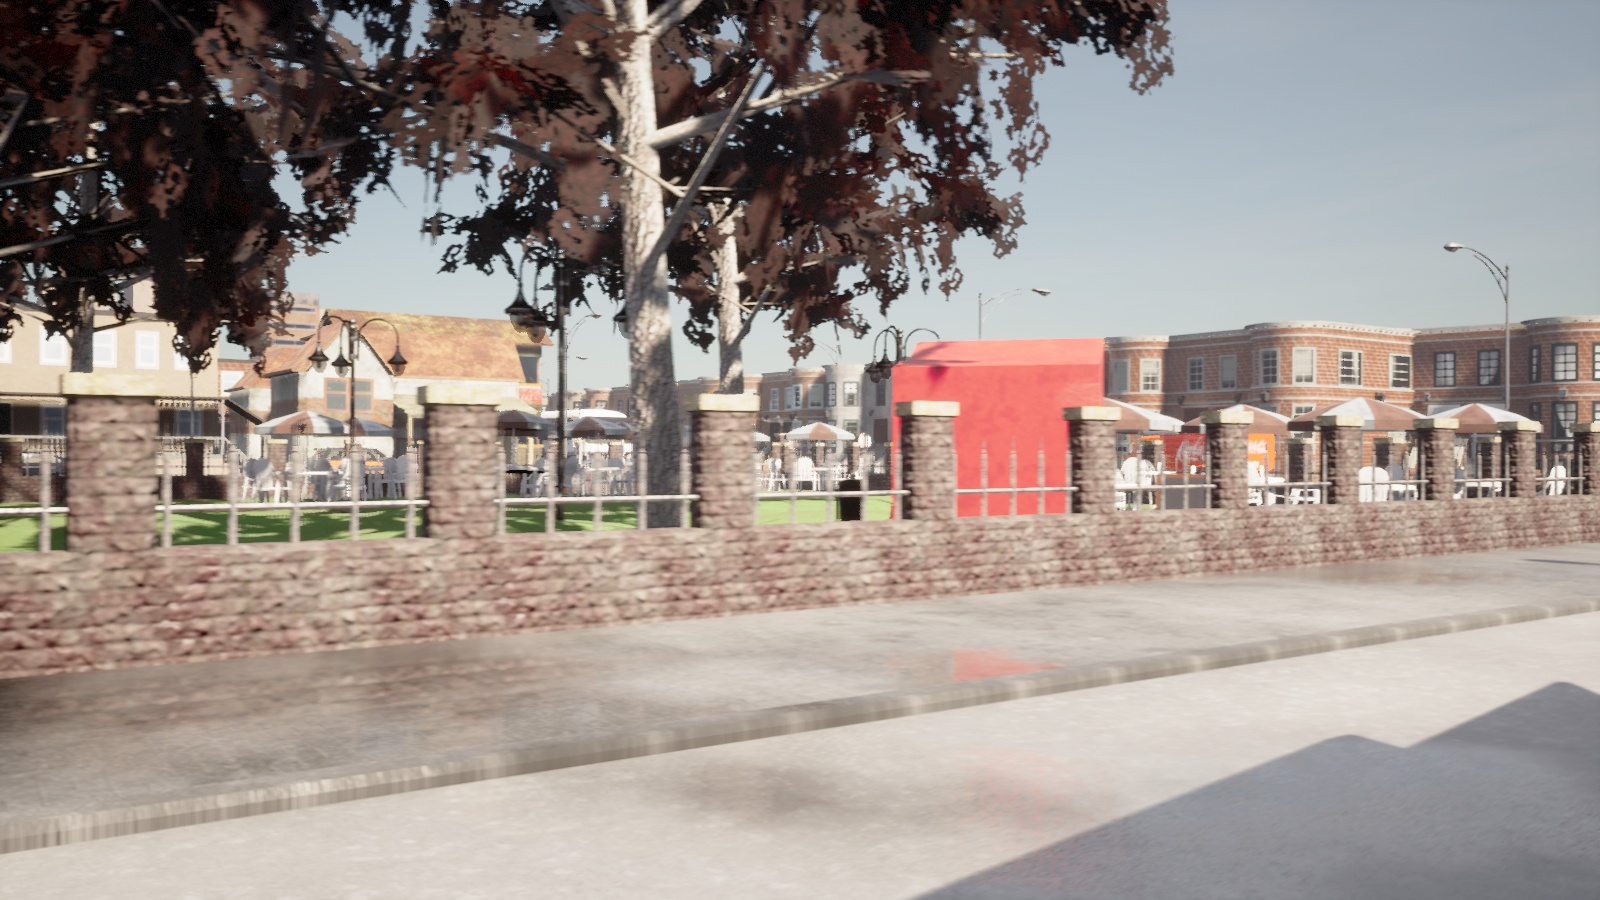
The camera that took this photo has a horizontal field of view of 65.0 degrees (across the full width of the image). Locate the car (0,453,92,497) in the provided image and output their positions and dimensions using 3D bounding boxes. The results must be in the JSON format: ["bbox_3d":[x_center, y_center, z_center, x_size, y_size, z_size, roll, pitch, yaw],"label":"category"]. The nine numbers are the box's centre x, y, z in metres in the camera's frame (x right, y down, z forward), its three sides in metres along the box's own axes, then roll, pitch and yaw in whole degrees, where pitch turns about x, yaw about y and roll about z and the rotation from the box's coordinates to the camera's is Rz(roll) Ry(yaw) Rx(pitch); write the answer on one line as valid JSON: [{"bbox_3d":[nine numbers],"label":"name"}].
[{"bbox_3d":[-28.116,0.870,44.723,4.902,1.511,2.128,0,0,-35],"label":"car"}]

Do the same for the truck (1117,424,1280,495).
[{"bbox_3d":[14.583,0.341,46.251,2.627,2.467,5.204,0,0,-35],"label":"truck"}]

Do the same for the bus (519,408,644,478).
[{"bbox_3d":[-14.192,-0.404,80.720,3.944,4.253,10.273,0,0,-34],"label":"bus"}]

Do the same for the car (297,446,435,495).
[{"bbox_3d":[-16.527,0.756,47.895,4.553,1.767,2.097,0,0,-35],"label":"car"}]
